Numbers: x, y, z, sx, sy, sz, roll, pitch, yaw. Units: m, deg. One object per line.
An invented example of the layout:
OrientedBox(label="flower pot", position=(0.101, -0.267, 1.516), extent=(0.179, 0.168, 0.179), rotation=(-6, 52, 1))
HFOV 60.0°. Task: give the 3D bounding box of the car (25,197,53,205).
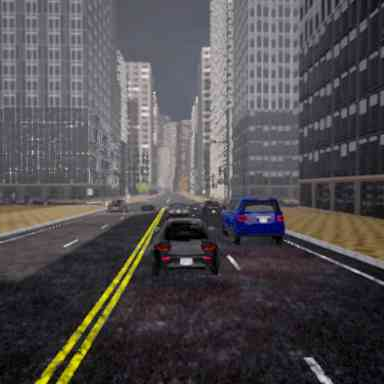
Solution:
OrientedBox(label="car", position=(-25.577, 1.576, 55.494), extent=(4.313, 1.339, 1.947), rotation=(0, 0, -2))

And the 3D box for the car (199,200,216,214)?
OrientedBox(label="car", position=(1.830, 1.543, 32.709), extent=(1.837, 1.490, 4.892), rotation=(0, 0, -3))

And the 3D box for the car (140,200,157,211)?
OrientedBox(label="car", position=(-5.306, 1.666, 40.858), extent=(1.895, 1.301, 4.718), rotation=(0, 0, -3))

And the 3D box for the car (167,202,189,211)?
OrientedBox(label="car", position=(-1.197, 1.591, 28.652), extent=(2.033, 1.411, 5.357), rotation=(0, 0, -3))

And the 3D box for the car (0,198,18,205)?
OrientedBox(label="car", position=(-31.260, 1.556, 55.306), extent=(4.206, 1.307, 1.802), rotation=(0, 0, -2))

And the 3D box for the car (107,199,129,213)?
OrientedBox(label="car", position=(-8.421, 1.580, 38.138), extent=(1.837, 1.490, 4.892), rotation=(0, -1, -3))

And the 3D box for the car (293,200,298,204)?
OrientedBox(label="car", position=(18.449, 1.679, 65.755), extent=(4.829, 1.417, 1.752), rotation=(0, 0, -2))

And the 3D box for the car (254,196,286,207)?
OrientedBox(label="car", position=(13.317, 1.559, 57.165), extent=(5.009, 1.841, 2.192), rotation=(0, 0, -2))

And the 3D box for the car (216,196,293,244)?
OrientedBox(label="car", position=(2.751, 1.239, 16.113), extent=(2.150, 2.045, 5.566), rotation=(0, 0, -3))

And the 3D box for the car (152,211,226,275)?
OrientedBox(label="car", position=(-0.235, 1.543, 10.455), extent=(1.812, 1.442, 4.674), rotation=(0, 0, -2))
